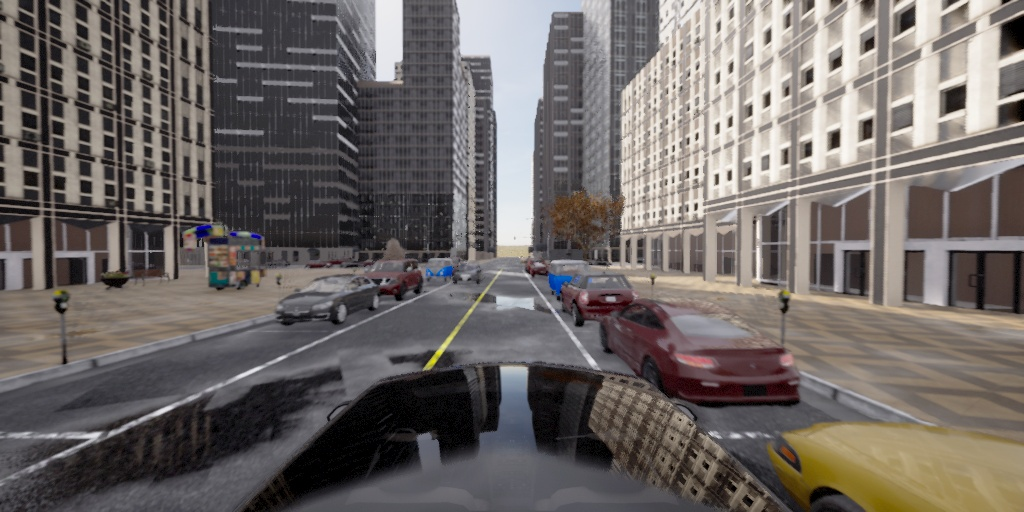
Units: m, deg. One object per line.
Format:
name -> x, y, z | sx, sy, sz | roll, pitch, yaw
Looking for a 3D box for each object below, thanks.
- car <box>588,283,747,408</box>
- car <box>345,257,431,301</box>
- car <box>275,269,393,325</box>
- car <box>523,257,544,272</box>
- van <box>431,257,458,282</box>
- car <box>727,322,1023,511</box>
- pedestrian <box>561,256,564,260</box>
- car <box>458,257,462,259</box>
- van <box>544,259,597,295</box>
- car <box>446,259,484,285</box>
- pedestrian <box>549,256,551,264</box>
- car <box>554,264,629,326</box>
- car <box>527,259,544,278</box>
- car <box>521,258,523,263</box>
car -> 2.692, 1.330, 6.030 | 1.802, 1.307, 4.207 | 0, 0, 0
car -> -5.689, 1.058, 17.281 | 2.192, 1.841, 5.009 | 0, 0, 0
car -> -5.689, 1.296, 11.656 | 2.007, 1.370, 4.403 | 0, 0, 0
car -> 2.695, 1.048, 39.783 | 2.192, 1.841, 5.009 | 0, 0, 0
van -> -5.687, 1.079, 28.532 | 1.690, 1.789, 3.998 | 0, 0, 0
car -> 2.691, 1.276, 0.574 | 1.751, 1.417, 4.829 | 0, 0, 0
pedestrian -> 8.141, 0.898, 58.180 | 0.375, 1.860, 0.375 | -1, 1, 0
car -> -5.687, 1.051, 34.158 | 2.192, 1.841, 5.009 | 0, 0, 0
van -> 2.693, 1.084, 17.280 | 1.690, 1.789, 3.998 | 0, 0, 0
car -> -3.092, 1.231, 26.087 | 2.128, 1.511, 4.902 | 0, 0, 0
pedestrian -> 6.141, 0.862, 58.780 | 0.375, 1.860, 0.375 | -1, 1, 0
car -> 2.692, 1.186, 11.655 | 1.967, 1.591, 4.097 | 0, 0, 0
car -> 2.695, 1.281, 34.156 | 1.888, 1.381, 4.507 | 0, 0, 0
car -> 2.696, 1.045, 45.408 | 2.192, 1.841, 5.009 | 0, 0, 0
